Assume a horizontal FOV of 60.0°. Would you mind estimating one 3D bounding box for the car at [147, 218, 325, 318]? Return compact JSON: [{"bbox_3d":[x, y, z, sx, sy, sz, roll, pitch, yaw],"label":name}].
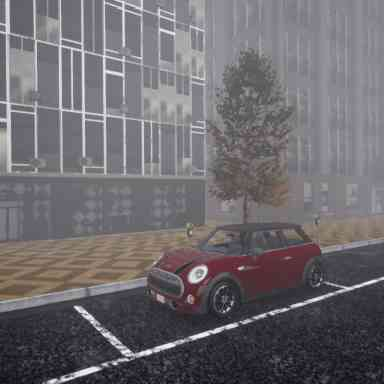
[{"bbox_3d":[1.036,1.439,7.312,4.097,1.590,1.967,0,-1,-36],"label":"car"}]
